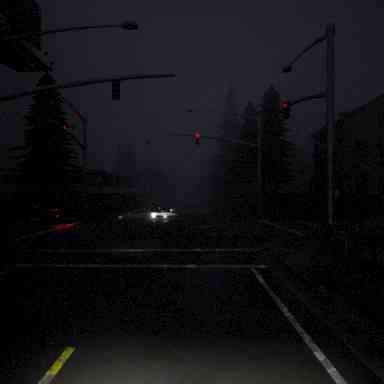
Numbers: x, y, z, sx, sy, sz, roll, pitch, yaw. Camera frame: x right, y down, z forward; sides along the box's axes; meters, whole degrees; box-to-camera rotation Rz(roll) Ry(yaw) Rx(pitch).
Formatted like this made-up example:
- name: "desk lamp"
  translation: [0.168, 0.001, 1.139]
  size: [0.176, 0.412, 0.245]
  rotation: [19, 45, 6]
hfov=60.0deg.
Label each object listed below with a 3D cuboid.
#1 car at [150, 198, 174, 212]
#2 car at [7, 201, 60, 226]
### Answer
- name: "car"
  translation: [-3.516, 1.563, 37.988]
  size: [1.994, 1.385, 4.181]
  rotation: [0, 0, 0]
- name: "car"
  translation: [-11.092, 1.317, 21.395]
  size: [4.902, 1.511, 2.128]
  rotation: [1, 0, -1]
